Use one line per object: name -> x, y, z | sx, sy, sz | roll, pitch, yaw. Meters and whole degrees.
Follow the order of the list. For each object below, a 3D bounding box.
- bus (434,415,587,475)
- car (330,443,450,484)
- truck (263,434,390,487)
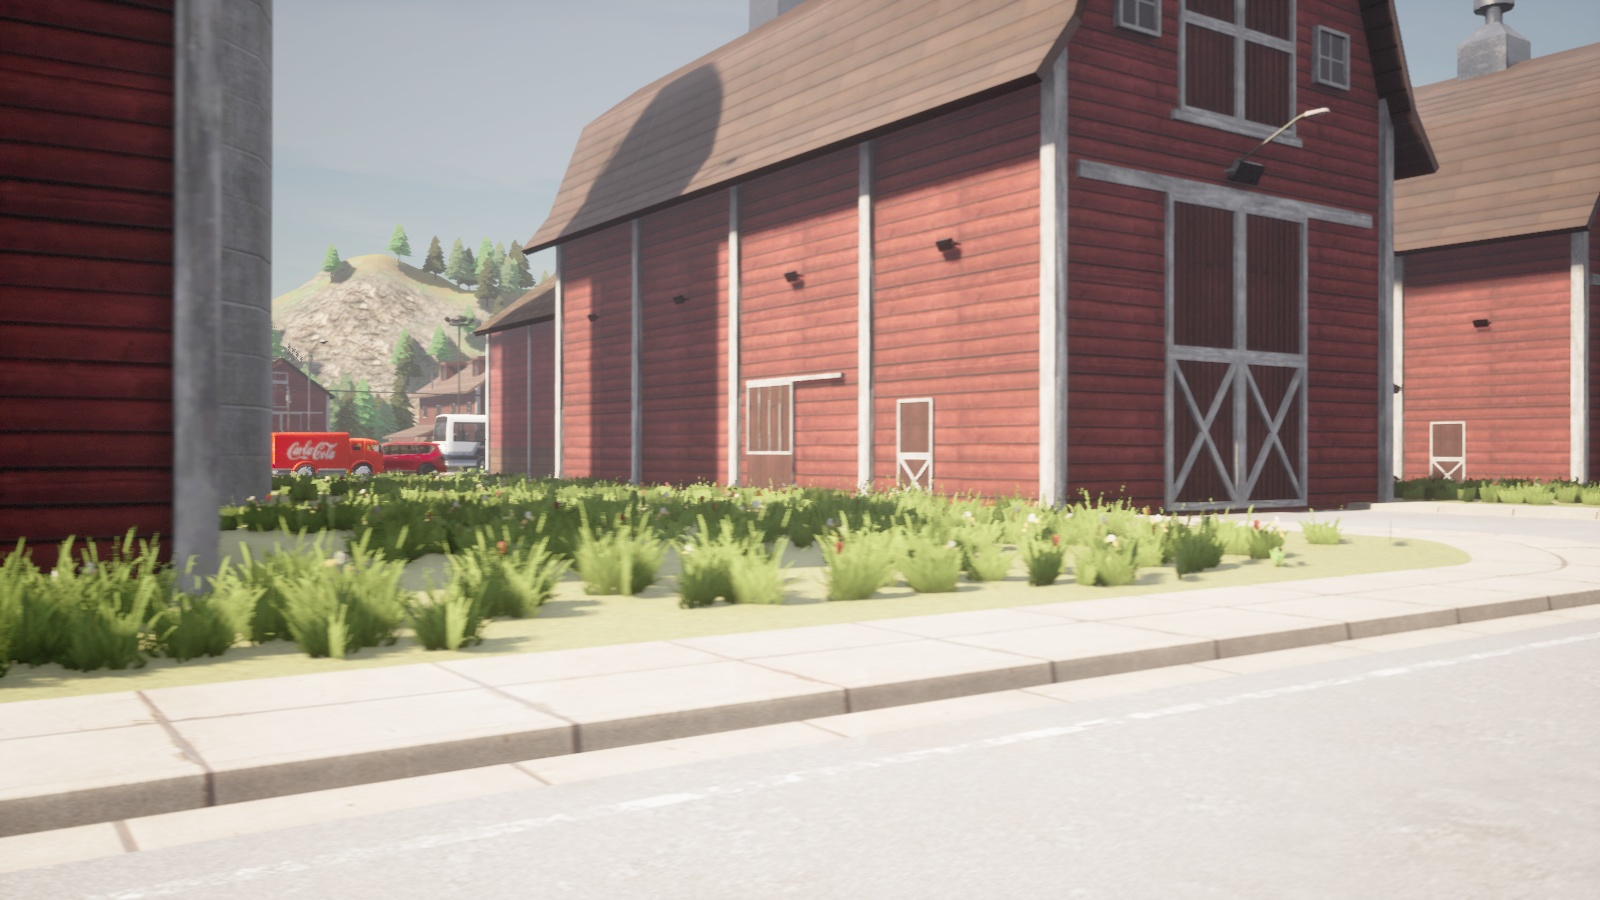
bus -> -21.293, -0.332, 92.740 | 10.273, 4.253, 3.944 | 0, 0, -35
car -> -21.344, 0.696, 65.452 | 5.566, 2.045, 2.150 | 0, 0, -35
truck -> -22.709, 0.481, 60.240 | 5.204, 2.467, 2.627 | 0, 0, -35
